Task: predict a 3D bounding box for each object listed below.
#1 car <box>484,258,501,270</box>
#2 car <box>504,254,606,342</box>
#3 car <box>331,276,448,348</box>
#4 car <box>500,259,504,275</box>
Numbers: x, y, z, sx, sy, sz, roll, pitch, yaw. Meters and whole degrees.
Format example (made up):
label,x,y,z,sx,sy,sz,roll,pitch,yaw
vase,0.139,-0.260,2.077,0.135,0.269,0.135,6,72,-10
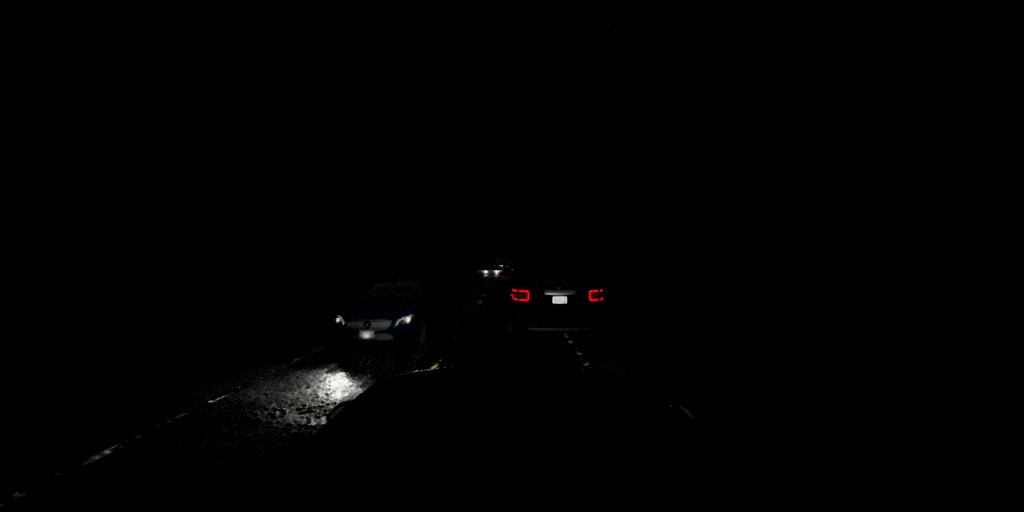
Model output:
label,x,y,z,sx,sy,sz,roll,pitch,yaw
car,-2.907,1.243,50.868,1.837,1.490,4.892,0,0,0
car,0.955,0.975,9.873,2.150,2.045,5.566,0,0,0
car,-2.858,1.276,9.372,1.812,1.442,4.674,0,0,0
car,0.029,1.221,38.261,1.882,1.535,5.008,0,0,0
